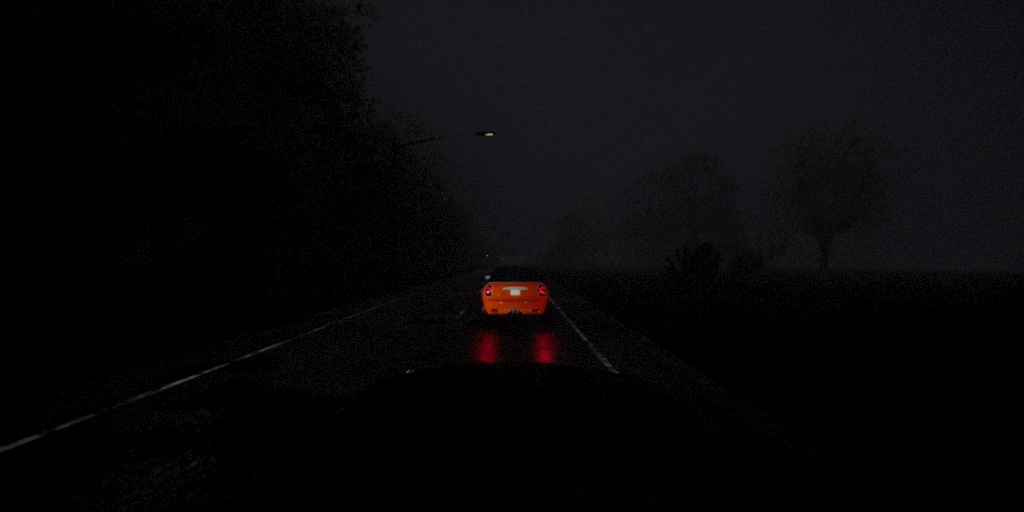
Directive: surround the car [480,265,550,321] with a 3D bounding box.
[{"bbox_3d":[0.098,1.080,12.567,2.097,1.767,4.553,0,0,0],"label":"car"}]
